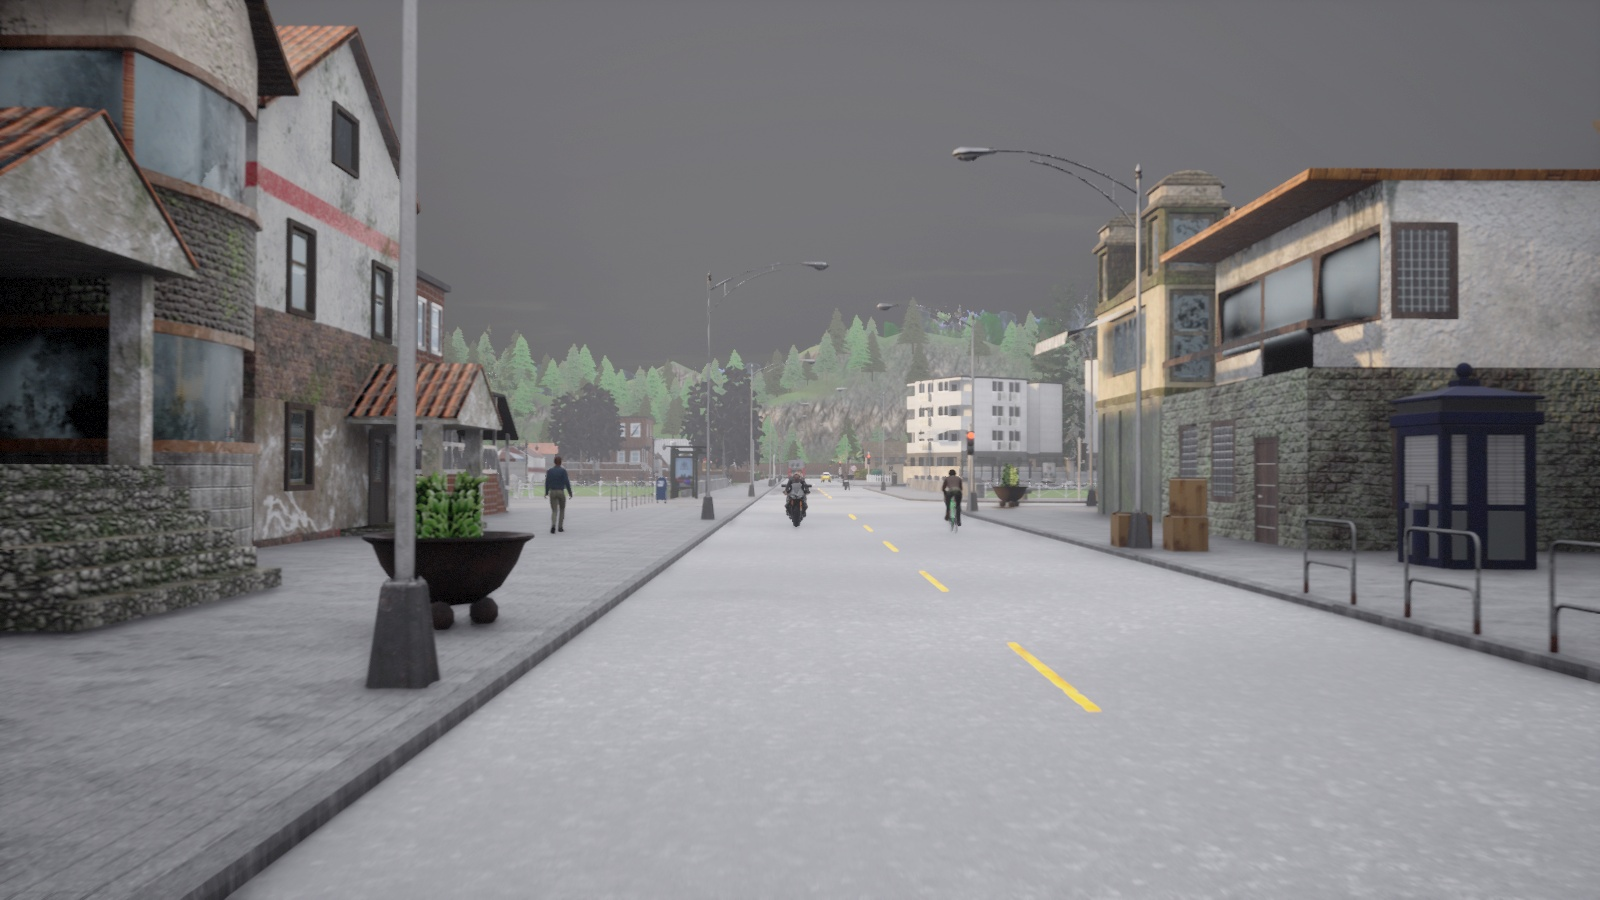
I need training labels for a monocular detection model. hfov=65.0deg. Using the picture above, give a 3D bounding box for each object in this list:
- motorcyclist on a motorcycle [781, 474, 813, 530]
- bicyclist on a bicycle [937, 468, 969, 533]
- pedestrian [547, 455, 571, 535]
[{"bbox_3d":[-0.087,1.448,35.708,0.866,1.530,2.191,0,-1,0],"label":"motorcyclist on a motorcycle"},{"bbox_3d":[3.920,1.292,32.271,0.582,1.620,1.656,0,-1,0],"label":"bicyclist on a bicycle"},{"bbox_3d":[-5.584,1.034,29.105,0.370,1.835,0.726,0,-1,3],"label":"pedestrian"}]
